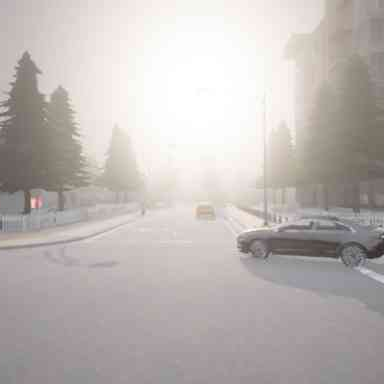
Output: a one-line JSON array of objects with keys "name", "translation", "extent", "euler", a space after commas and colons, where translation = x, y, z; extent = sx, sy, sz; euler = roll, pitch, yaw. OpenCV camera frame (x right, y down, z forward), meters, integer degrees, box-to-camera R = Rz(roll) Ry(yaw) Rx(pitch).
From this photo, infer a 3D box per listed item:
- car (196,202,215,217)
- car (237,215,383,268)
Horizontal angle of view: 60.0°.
[{"name": "car", "translation": [1.461, 1.839, 36.524], "extent": [1.882, 1.535, 5.008], "euler": [0, -1, 2]}, {"name": "car", "translation": [4.022, 1.570, 11.480], "extent": [4.902, 1.511, 2.128], "euler": [-1, 0, 26]}]
